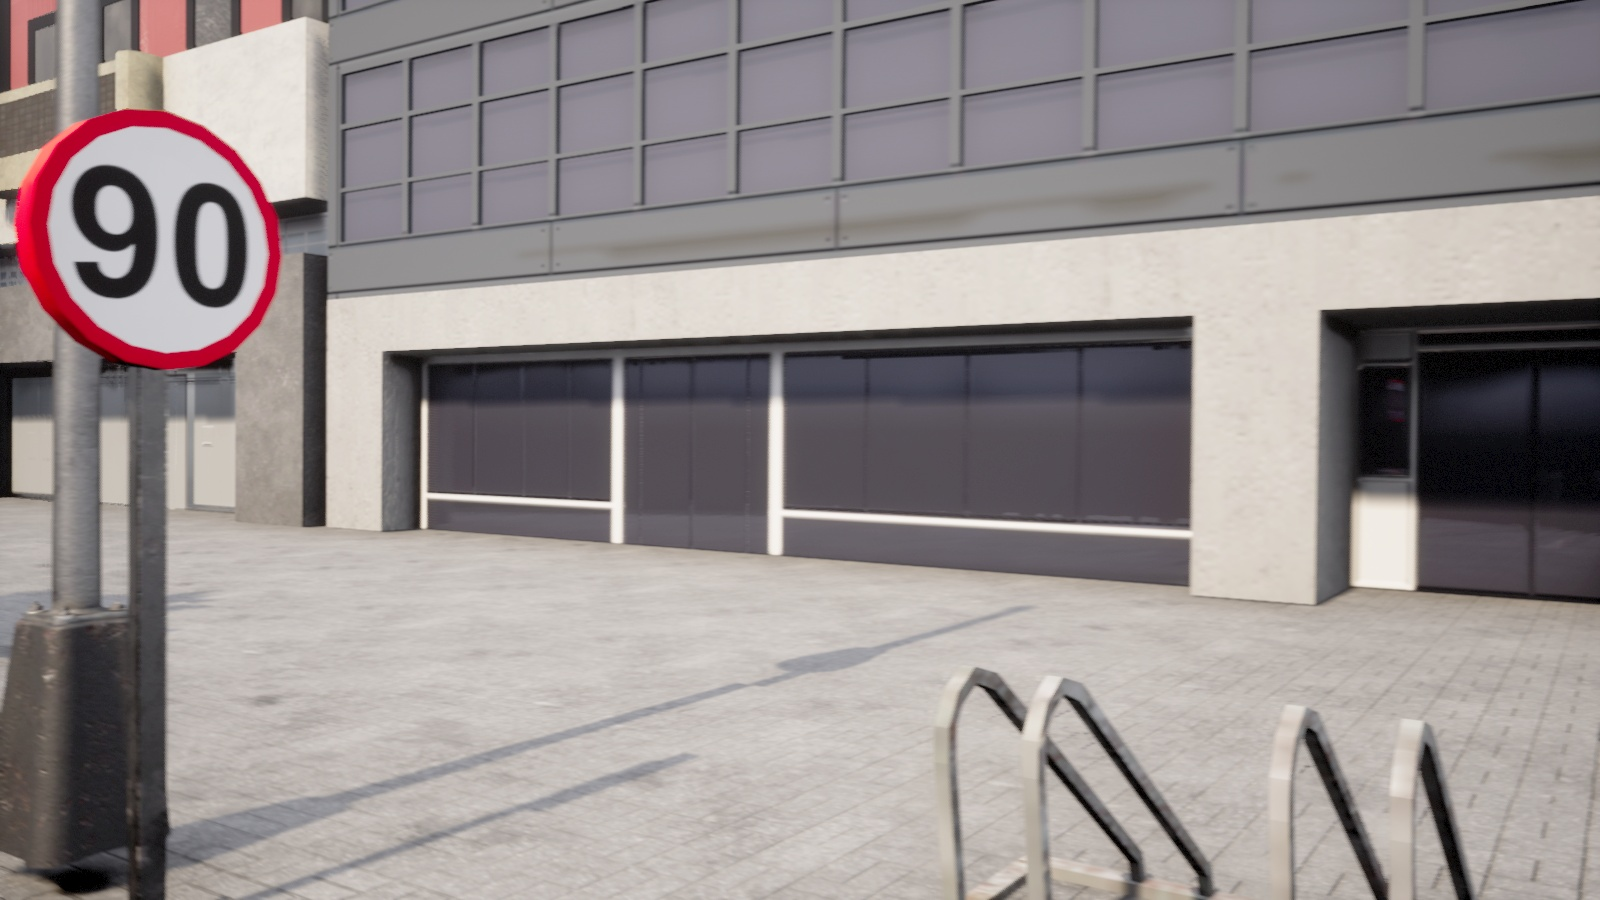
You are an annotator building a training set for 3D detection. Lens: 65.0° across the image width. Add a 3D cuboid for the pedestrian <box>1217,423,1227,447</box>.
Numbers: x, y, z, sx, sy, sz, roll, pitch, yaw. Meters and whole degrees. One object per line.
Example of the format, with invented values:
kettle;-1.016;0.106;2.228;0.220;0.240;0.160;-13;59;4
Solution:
pedestrian;31.296;-1.114;93.138;0.594;1.836;0.345;0;1;33
